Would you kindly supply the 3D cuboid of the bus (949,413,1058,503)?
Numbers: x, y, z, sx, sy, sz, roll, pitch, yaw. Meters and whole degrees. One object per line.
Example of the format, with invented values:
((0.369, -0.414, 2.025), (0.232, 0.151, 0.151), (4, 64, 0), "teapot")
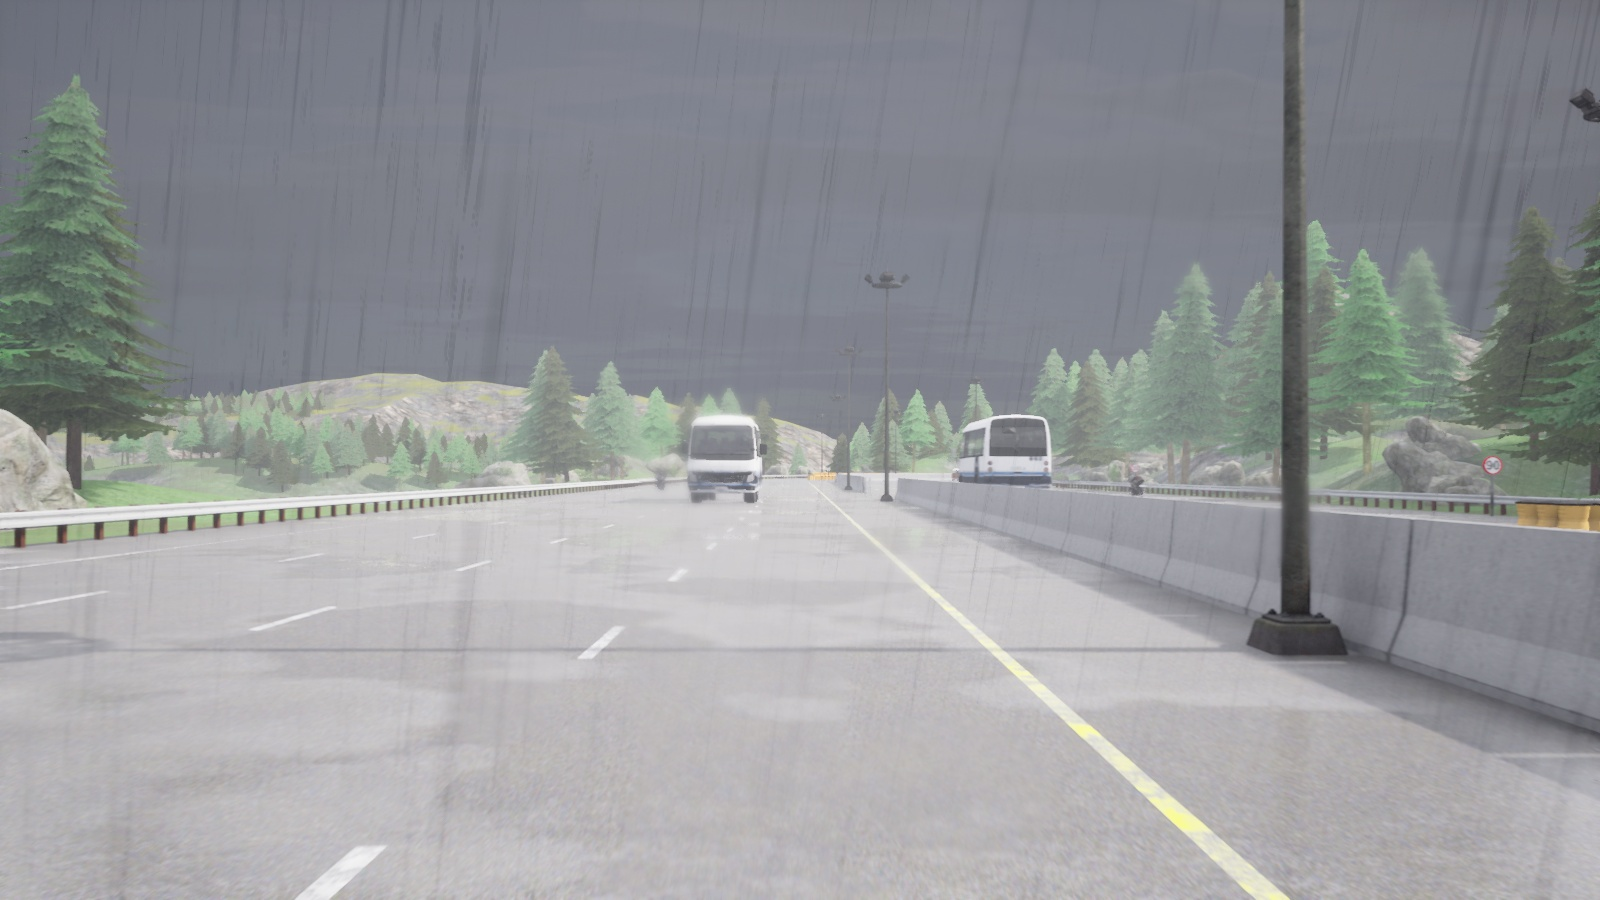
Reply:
((10.342, 0.487, 65.123), (3.944, 4.253, 10.273), (0, -1, 0), "bus")

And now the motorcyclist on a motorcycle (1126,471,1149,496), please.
((20.819, 2.064, 77.502), (0.866, 1.530, 2.191), (0, -1, 0), "motorcyclist on a motorcycle")

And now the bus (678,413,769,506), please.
((-3.653, 0.504, 62.813), (3.944, 4.253, 10.273), (0, -1, 0), "bus")
